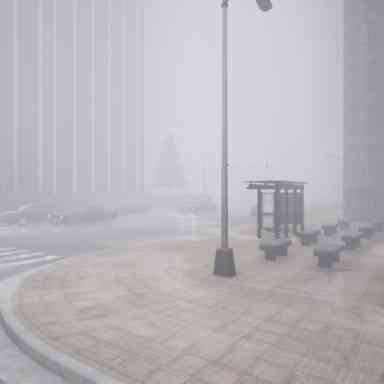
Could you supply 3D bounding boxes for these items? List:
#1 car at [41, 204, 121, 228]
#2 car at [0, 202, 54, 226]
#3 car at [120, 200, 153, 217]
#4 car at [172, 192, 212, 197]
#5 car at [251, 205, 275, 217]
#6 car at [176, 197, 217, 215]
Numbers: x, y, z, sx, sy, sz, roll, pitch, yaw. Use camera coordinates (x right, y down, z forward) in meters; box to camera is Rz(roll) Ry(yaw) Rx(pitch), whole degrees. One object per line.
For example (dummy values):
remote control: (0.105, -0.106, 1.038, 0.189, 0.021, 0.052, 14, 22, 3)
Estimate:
car: (-7.500, 1.640, 23.002, 1.895, 1.301, 4.718, 0, 0, 36)
car: (-11.155, 1.541, 23.921, 1.837, 1.490, 4.892, 0, 0, 36)
car: (-5.753, 1.527, 31.402, 2.128, 1.511, 4.902, 0, 0, 36)
car: (0.461, 1.257, 39.969, 2.150, 2.045, 5.566, 0, 0, 37)
car: (7.128, 1.609, 30.973, 1.994, 1.385, 4.181, 0, 0, 36)
car: (0.827, 1.544, 34.520, 1.837, 1.490, 4.892, 0, 0, 36)
